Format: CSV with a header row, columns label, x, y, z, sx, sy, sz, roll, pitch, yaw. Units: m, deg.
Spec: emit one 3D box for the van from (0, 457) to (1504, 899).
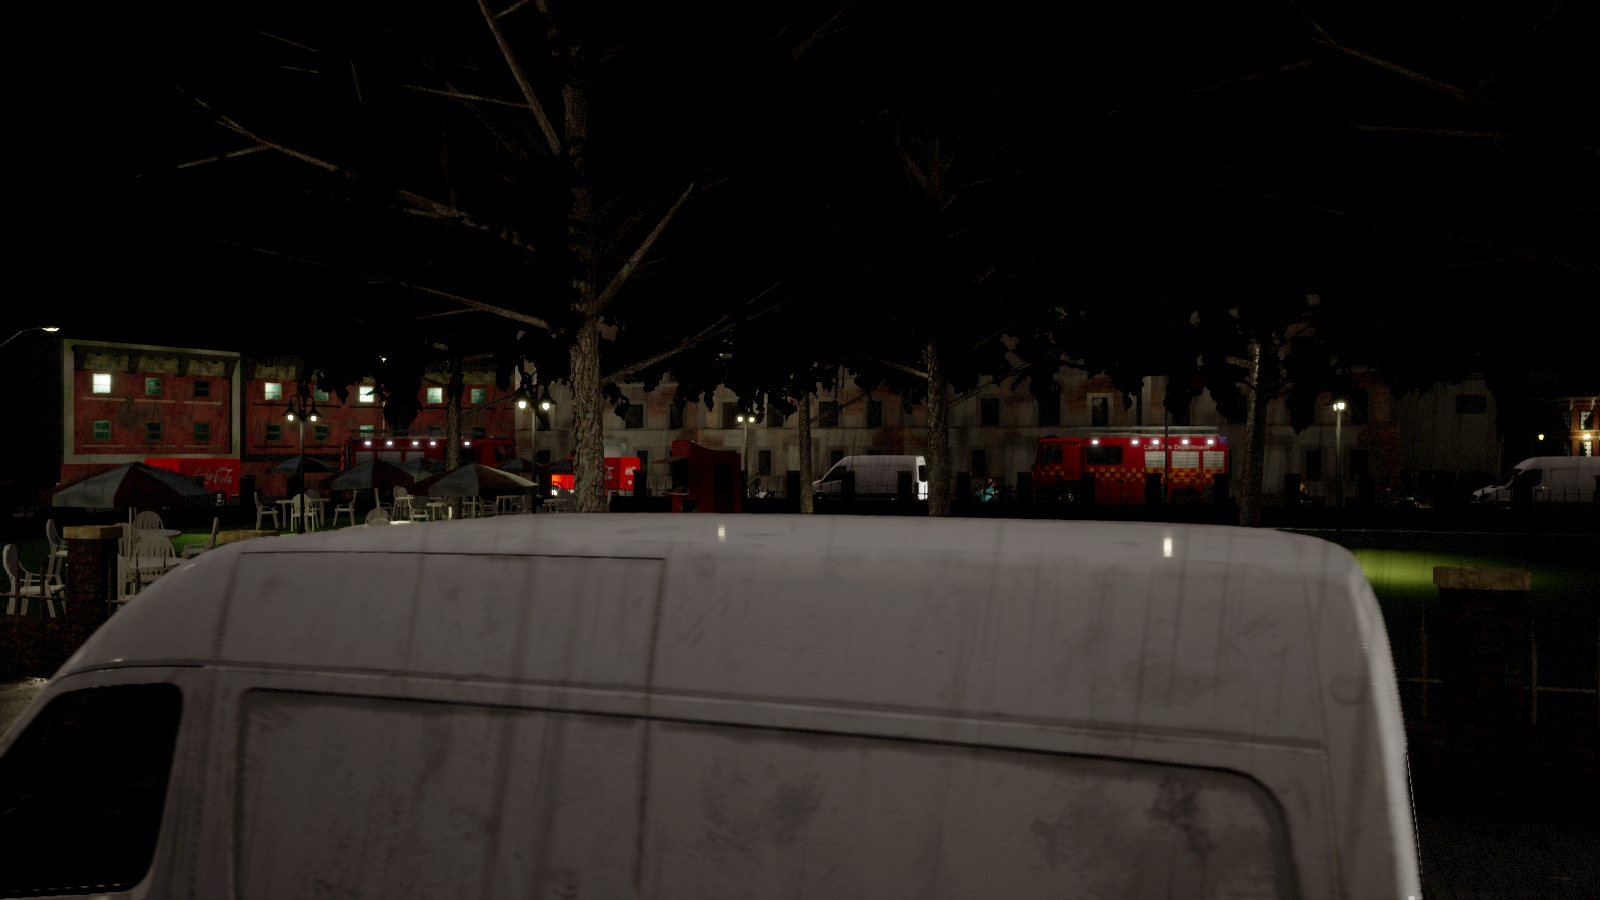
label,x,y,z,sx,sy,sz,roll,pitch,yaw
van,-1.038,1.316,4.219,5.915,2.561,1.988,0,0,20
